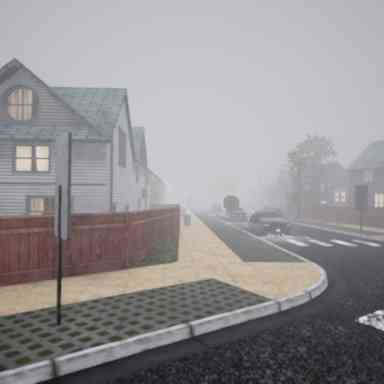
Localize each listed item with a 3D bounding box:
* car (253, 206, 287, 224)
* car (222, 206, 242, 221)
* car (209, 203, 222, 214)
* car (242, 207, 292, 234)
[{"bbox_3d":[7.651,2.243,33.132,2.128,1.511,4.902,1,-2,-2],"label":"car"},{"bbox_3d":[4.632,2.278,35.058,1.837,1.490,4.892,1,-2,-2],"label":"car"},{"bbox_3d":[3.992,2.677,55.129,2.097,1.767,4.553,1,-2,-2],"label":"car"},{"bbox_3d":[5.068,1.980,22.565,2.033,1.411,5.357,1,-2,-2],"label":"car"}]
